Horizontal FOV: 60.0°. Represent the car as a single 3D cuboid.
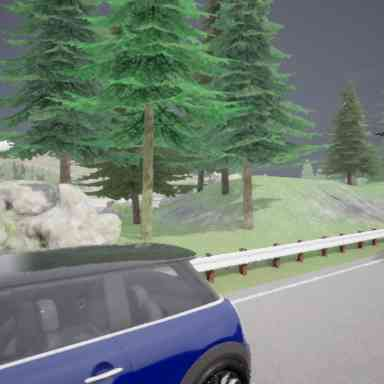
[{"bbox_3d":[-1.645,1.352,2.811,4.553,1.767,2.097,0,0,-37],"label":"car"}]
